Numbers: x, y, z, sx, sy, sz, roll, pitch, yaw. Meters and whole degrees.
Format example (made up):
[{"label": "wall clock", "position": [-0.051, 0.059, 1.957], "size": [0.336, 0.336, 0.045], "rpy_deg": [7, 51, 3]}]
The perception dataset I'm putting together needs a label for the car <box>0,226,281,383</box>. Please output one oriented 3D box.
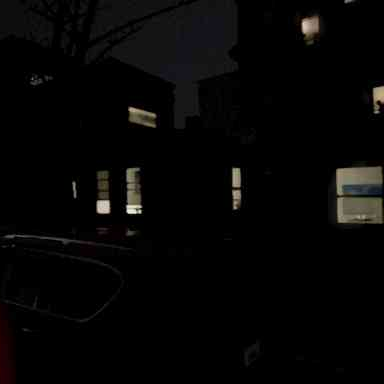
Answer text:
[{"label": "car", "position": [-1.483, 1.346, 3.948], "size": [5.009, 1.841, 2.192], "rpy_deg": [-1, -1, 36]}]
